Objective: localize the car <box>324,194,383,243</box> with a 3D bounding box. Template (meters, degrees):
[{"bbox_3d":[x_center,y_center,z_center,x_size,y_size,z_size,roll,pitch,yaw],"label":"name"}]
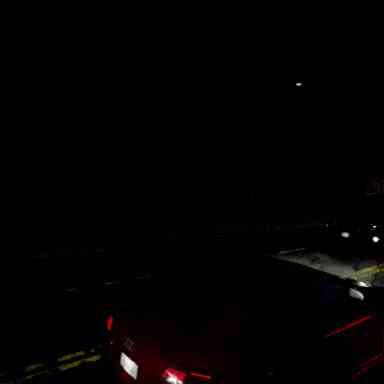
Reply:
[{"bbox_3d":[7.591,1.124,13.299,5.566,2.045,2.150,-1,0,-37],"label":"car"}]

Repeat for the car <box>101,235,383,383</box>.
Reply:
[{"bbox_3d":[1.039,1.539,4.227,4.181,1.385,1.994,0,0,-36],"label":"car"}]
